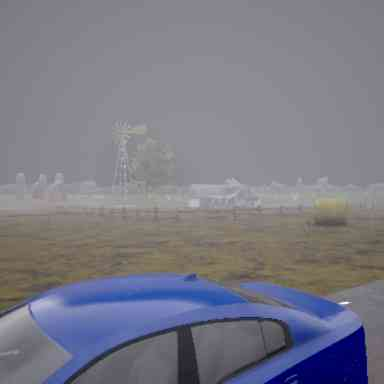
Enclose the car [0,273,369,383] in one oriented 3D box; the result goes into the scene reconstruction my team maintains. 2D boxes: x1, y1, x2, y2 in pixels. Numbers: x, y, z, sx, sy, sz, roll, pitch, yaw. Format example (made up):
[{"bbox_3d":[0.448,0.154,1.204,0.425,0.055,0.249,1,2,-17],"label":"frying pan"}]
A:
[{"bbox_3d":[-0.685,1.483,2.455,5.008,1.535,1.882,0,0,-35],"label":"car"}]
